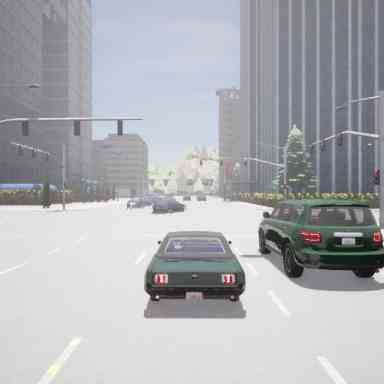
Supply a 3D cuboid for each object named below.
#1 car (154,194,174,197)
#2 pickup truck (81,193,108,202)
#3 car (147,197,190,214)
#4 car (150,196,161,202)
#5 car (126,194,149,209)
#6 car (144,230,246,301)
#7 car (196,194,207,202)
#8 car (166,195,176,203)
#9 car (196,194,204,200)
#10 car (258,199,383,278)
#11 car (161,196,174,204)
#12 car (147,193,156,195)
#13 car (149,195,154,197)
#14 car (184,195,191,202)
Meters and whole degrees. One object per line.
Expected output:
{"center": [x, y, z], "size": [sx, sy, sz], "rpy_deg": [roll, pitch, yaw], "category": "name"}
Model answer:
{"center": [-4.393, 1.491, 52.207], "size": [2.128, 1.511, 4.902], "rpy_deg": [0, 0, -1], "category": "car"}
{"center": [-21.247, 1.059, 73.288], "size": [2.390, 2.098, 6.274], "rpy_deg": [0, 0, 30], "category": "pickup truck"}
{"center": [-2.439, 1.564, 35.746], "size": [1.994, 1.385, 4.181], "rpy_deg": [0, 0, 34], "category": "car"}
{"center": [-8.149, 1.552, 74.920], "size": [1.994, 1.385, 4.181], "rpy_deg": [0, 0, -1], "category": "car"}
{"center": [-7.869, 1.491, 46.544], "size": [2.128, 1.511, 4.902], "rpy_deg": [0, 0, 1], "category": "car"}
{"center": [0.065, 1.601, 8.255], "size": [1.895, 1.301, 4.718], "rpy_deg": [0, 0, 0], "category": "car"}
{"center": [2.295, 1.348, 78.721], "size": [2.097, 1.767, 4.553], "rpy_deg": [0, 0, -1], "category": "car"}
{"center": [-4.616, 1.478, 72.771], "size": [1.882, 1.535, 5.008], "rpy_deg": [0, 0, -1], "category": "car"}
{"center": [2.138, 1.386, 89.002], "size": [1.882, 1.535, 5.008], "rpy_deg": [0, 0, -1], "category": "car"}
{"center": [3.575, 1.221, 10.288], "size": [2.150, 2.045, 5.566], "rpy_deg": [0, 0, 0], "category": "car"}
{"center": [-4.518, 1.491, 62.462], "size": [2.128, 1.511, 4.902], "rpy_deg": [0, 0, 0], "category": "car"}
{"center": [-8.036, 1.221, 64.937], "size": [2.150, 2.045, 5.566], "rpy_deg": [0, 0, 0], "category": "car"}
{"center": [-7.938, 1.564, 55.455], "size": [1.994, 1.385, 4.181], "rpy_deg": [0, 0, -1], "category": "car"}
{"center": [-1.201, 1.500, 78.449], "size": [1.837, 1.490, 4.892], "rpy_deg": [0, 0, -1], "category": "car"}
